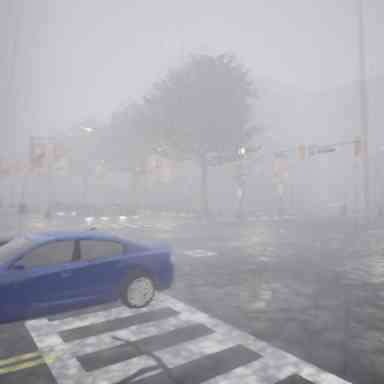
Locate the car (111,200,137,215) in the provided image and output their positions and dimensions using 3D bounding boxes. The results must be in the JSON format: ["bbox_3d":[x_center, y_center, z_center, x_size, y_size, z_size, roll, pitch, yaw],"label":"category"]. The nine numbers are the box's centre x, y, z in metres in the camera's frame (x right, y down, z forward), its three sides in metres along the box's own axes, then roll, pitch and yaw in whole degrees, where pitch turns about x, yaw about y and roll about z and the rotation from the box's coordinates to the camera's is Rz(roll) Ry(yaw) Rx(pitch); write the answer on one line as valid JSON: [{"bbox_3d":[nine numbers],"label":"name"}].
[{"bbox_3d":[-7.618,1.666,35.865,1.837,1.490,4.892,1,0,-36],"label":"car"}]

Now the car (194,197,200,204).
[{"bbox_3d":[1.352,1.918,76.329,2.161,1.482,4.786,1,0,-36],"label":"car"}]

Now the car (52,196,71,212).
[{"bbox_3d":[-16.094,1.599,41.699,1.882,1.535,5.008,1,0,-35],"label":"car"}]

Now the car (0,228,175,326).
[{"bbox_3d":[-2.706,1.493,6.366,5.008,1.535,1.882,1,0,-35],"label":"car"}]

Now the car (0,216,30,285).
[{"bbox_3d":[-6.726,1.465,7.792,5.008,1.535,1.882,1,0,-35],"label":"car"}]

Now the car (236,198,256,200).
[{"bbox_3d":[11.828,1.872,68.846,2.002,1.452,4.674,1,0,-36],"label":"car"}]

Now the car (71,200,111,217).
[{"bbox_3d":[-10.276,1.627,33.566,1.837,1.490,4.892,1,0,-36],"label":"car"}]

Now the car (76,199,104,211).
[{"bbox_3d":[-13.656,1.708,44.314,2.033,1.411,5.357,1,0,-35],"label":"car"}]
